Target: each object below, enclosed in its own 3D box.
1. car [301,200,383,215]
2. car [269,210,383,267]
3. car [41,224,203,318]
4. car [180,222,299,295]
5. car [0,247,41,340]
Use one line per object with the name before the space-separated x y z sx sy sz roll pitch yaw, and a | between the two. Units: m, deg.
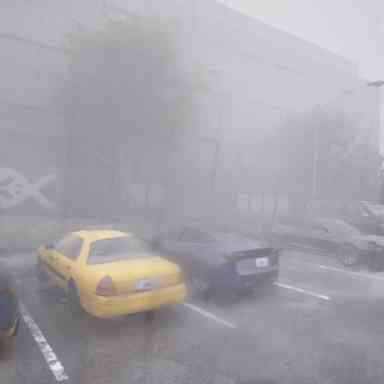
car | 7.028 1.386 13.933 2.435 2.045 5.566 1 0 -35
car | 4.751 1.634 12.310 2.163 1.488 4.792 1 0 -35
car | -2.200 1.505 7.624 1.946 1.575 5.366 1 0 -35
car | 0.166 1.570 9.117 2.163 1.488 4.792 1 0 -35
car | -4.385 1.506 5.875 2.163 1.488 4.792 1 0 -35
